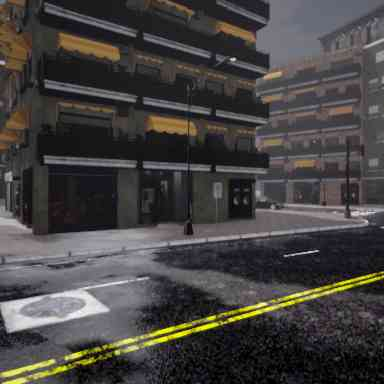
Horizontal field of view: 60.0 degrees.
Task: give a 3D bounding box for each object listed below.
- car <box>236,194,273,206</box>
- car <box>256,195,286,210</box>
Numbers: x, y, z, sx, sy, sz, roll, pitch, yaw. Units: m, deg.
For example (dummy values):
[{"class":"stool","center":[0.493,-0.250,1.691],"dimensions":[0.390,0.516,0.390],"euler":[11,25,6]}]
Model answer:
[{"class":"car","center":[8.324,1.065,44.206],"dimensions":[4.403,1.369,2.008],"euler":[1,0,38]},{"class":"car","center":[7.420,1.156,34.227],"dimensions":[4.403,1.369,2.008],"euler":[1,0,38]}]
